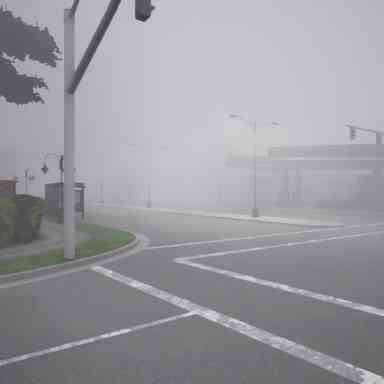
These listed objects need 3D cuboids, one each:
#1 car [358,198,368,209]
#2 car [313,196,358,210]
[{"bbox_3d":[21.171,1.453,44.179,1.970,1.475,3.806,0,0,-35],"label":"car"},{"bbox_3d":[16.905,1.292,40.256,2.242,1.667,4.611,0,0,-35],"label":"car"}]
